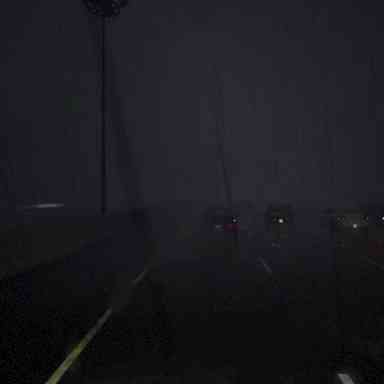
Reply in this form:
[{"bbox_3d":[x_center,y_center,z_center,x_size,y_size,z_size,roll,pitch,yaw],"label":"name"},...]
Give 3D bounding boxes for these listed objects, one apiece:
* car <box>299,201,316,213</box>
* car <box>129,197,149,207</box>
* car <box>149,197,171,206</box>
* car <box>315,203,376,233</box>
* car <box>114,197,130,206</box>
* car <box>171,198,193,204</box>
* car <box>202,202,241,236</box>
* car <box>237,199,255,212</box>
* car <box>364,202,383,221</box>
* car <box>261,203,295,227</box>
[{"bbox_3d":[13.064,1.618,37.495,1.895,1.301,4.718,0,0,17],"label":"car"},{"bbox_3d":[-7.651,1.582,53.238,1.812,1.442,4.674,0,0,20],"label":"car"},{"bbox_3d":[-4.368,1.519,52.025,1.837,1.490,4.892,0,0,20],"label":"car"},{"bbox_3d":[8.924,1.535,19.754,1.812,1.442,4.674,0,0,9],"label":"car"},{"bbox_3d":[-10.935,1.523,54.448,2.128,1.511,4.902,0,0,20],"label":"car"},{"bbox_3d":[-1.085,1.590,50.812,1.812,1.442,4.674,0,0,20],"label":"car"},{"bbox_3d":[1.650,1.533,18.485,1.812,1.442,4.674,0,0,8],"label":"car"},{"bbox_3d":[6.098,1.506,38.499,2.128,1.511,4.902,0,0,16],"label":"car"},{"bbox_3d":[13.450,1.517,24.877,1.837,1.490,4.892,0,0,12],"label":"car"},{"bbox_3d":[5.934,1.515,22.906,1.837,1.490,4.892,0,0,10],"label":"car"}]
